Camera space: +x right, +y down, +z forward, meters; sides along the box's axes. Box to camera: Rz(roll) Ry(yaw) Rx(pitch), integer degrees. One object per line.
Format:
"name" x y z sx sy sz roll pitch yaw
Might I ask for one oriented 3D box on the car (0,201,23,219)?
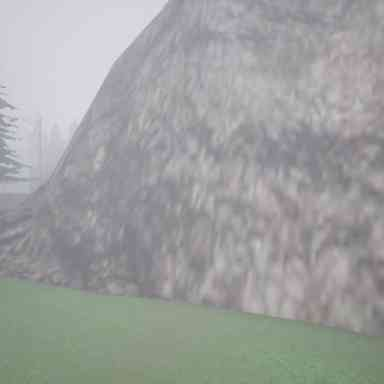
"car" -16.156 1.491 26.671 2.128 1.511 4.902 0 0 29
